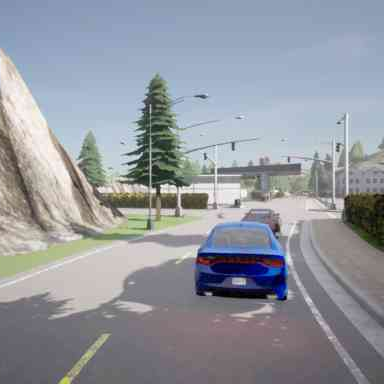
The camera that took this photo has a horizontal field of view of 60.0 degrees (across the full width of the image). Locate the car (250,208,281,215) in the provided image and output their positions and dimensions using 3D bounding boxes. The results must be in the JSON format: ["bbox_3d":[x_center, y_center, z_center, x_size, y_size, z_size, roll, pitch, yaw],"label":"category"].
[{"bbox_3d":[3.699,1.564,17.701,1.994,1.385,4.181,0,0,17],"label":"car"}]

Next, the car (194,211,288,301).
[{"bbox_3d":[1.293,1.478,8.513,1.882,1.535,5.008,0,0,10],"label":"car"}]

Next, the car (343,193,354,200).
[{"bbox_3d":[40.213,1.077,83.015,3.866,1.878,1.905,0,0,19],"label":"car"}]
